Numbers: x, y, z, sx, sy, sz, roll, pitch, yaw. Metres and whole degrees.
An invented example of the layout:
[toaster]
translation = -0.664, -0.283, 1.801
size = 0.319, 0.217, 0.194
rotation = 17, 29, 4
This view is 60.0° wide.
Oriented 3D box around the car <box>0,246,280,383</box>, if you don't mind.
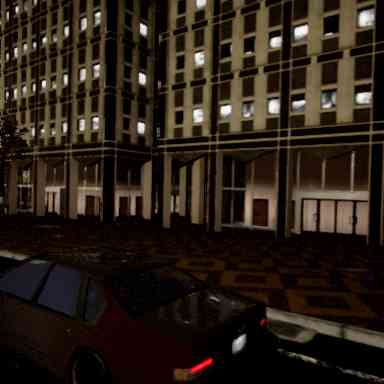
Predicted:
[car]
translation = -1.553, 1.528, 4.783
size = 5.357, 1.411, 2.033
rotation = 0, 0, 37
